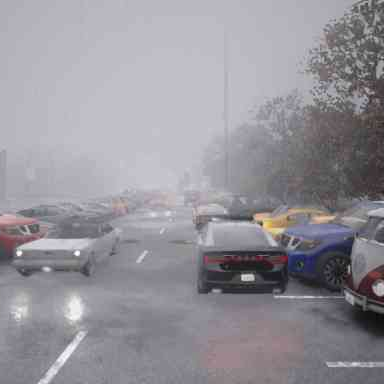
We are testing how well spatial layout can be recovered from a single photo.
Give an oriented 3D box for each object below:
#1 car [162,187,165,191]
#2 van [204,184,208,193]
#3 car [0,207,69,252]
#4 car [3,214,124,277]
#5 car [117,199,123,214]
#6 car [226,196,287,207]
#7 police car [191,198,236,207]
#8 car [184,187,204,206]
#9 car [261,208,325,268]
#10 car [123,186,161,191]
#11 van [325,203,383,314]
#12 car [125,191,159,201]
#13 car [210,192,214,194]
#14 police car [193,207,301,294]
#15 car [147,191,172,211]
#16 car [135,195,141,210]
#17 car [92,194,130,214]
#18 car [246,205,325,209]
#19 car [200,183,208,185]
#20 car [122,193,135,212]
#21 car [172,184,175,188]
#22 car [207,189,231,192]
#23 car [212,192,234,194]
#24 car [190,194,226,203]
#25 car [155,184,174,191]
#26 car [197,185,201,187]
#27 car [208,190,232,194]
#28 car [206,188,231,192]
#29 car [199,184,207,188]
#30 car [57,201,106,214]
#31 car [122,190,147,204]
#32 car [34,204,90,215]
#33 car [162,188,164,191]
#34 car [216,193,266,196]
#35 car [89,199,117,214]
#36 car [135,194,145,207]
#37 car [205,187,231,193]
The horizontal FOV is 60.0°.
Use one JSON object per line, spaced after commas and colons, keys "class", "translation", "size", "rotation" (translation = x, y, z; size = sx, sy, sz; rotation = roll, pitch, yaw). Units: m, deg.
{"class": "car", "translation": [-7.947, 0.269, 61.411], "size": [4.792, 1.488, 2.163], "rotation": [0, 3, 0]}
{"class": "van", "translation": [5.036, 0.011, 61.455], "size": [4.442, 1.987, 1.878], "rotation": [-1, 3, 0]}
{"class": "car", "translation": [-8.015, 1.522, 14.055], "size": [4.674, 1.452, 2.002], "rotation": [0, 0, 0]}
{"class": "car", "translation": [-3.576, 1.599, 10.420], "size": [1.895, 1.301, 4.718], "rotation": [0, 0, 0]}
{"class": "car", "translation": [-7.987, 1.457, 25.207], "size": [4.674, 1.452, 2.002], "rotation": [0, 0, 0]}
{"class": "car", "translation": [4.911, 1.375, 28.140], "size": [5.366, 1.575, 1.946], "rotation": [0, 1, 0]}
{"class": "police car", "translation": [1.088, 1.414, 18.921], "size": [1.930, 1.638, 5.238], "rotation": [0, 0, 0]}
{"class": "car", "translation": [0.103, 0.707, 45.001], "size": [2.150, 2.045, 5.566], "rotation": [0, 2, 1]}
{"class": "car", "translation": [5.248, 1.479, 11.286], "size": [5.366, 1.575, 1.946], "rotation": [0, 0, 0]}
{"class": "car", "translation": [-7.911, 0.515, 50.268], "size": [5.566, 2.045, 2.435], "rotation": [0, 2, 0]}
{"class": "van", "translation": [4.935, 1.255, 5.716], "size": [4.442, 1.987, 1.878], "rotation": [0, 0, 0]}
{"class": "car", "translation": [-7.940, 0.645, 53.070], "size": [5.008, 1.535, 2.097], "rotation": [0, 2, 0]}
{"class": "car", "translation": [5.119, 1.061, 42.079], "size": [5.008, 1.535, 2.097], "rotation": [0, 2, 0]}
{"class": "police car", "translation": [1.068, 1.427, 8.923], "size": [1.930, 1.638, 5.238], "rotation": [0, 0, 0]}
{"class": "car", "translation": [-3.427, 1.072, 37.075], "size": [2.097, 1.767, 4.553], "rotation": [0, 1, 0]}
{"class": "car", "translation": [-7.944, 1.311, 33.561], "size": [4.792, 1.488, 2.163], "rotation": [0, 1, 0]}
{"class": "car", "translation": [-7.953, 1.255, 27.992], "size": [4.553, 1.767, 2.185], "rotation": [0, 1, 0]}
{"class": "car", "translation": [5.063, 1.482, 14.194], "size": [5.008, 1.535, 2.097], "rotation": [0, 0, 0]}
{"class": "car", "translation": [4.965, -0.807, 91.316], "size": [4.553, 1.767, 2.185], "rotation": [0, 3, 0]}
{"class": "car", "translation": [-7.948, 1.210, 30.771], "size": [4.553, 1.767, 2.185], "rotation": [0, 1, 0]}
{"class": "car", "translation": [-8.138, -0.833, 93.987], "size": [5.008, 1.535, 2.097], "rotation": [0, 3, 0]}
{"class": "car", "translation": [5.326, 0.760, 50.315], "size": [5.366, 1.575, 1.946], "rotation": [0, 2, 0]}
{"class": "car", "translation": [5.113, 1.142, 39.290], "size": [5.008, 1.535, 2.097], "rotation": [0, 2, 0]}
{"class": "car", "translation": [1.099, 1.291, 24.777], "size": [2.097, 1.767, 4.553], "rotation": [0, 1, 0]}
{"class": "car", "translation": [-8.176, -0.645, 91.217], "size": [4.792, 1.488, 2.163], "rotation": [0, 3, 0]}
{"class": "car", "translation": [0.119, 0.245, 58.685], "size": [2.097, 1.767, 4.553], "rotation": [0, 3, 0]}
{"class": "car", "translation": [5.320, 0.873, 47.522], "size": [5.366, 1.575, 1.946], "rotation": [0, 2, 0]}
{"class": "car", "translation": [5.154, 0.545, 56.016], "size": [4.674, 1.452, 2.002], "rotation": [0, 3, 0]}
{"class": "car", "translation": [4.925, -0.524, 88.556], "size": [5.008, 1.535, 2.097], "rotation": [0, 3, 0]}
{"class": "car", "translation": [-8.006, 1.466, 19.628], "size": [5.008, 1.535, 2.097], "rotation": [0, 0, 0]}
{"class": "car", "translation": [-7.993, 1.022, 39.131], "size": [4.553, 1.767, 2.185], "rotation": [0, 2, 0]}
{"class": "car", "translation": [-8.036, 1.507, 16.841], "size": [4.792, 1.488, 2.163], "rotation": [0, 0, 0]}
{"class": "car", "translation": [-7.894, 0.407, 58.630], "size": [4.792, 1.488, 2.163], "rotation": [0, 3, 0]}
{"class": "car", "translation": [5.106, 1.218, 36.373], "size": [4.892, 1.521, 2.231], "rotation": [0, 2, 0]}
{"class": "car", "translation": [-8.002, 1.445, 22.417], "size": [5.008, 1.535, 2.097], "rotation": [0, 1, 0]}
{"class": "car", "translation": [-7.997, 1.248, 36.348], "size": [4.792, 1.488, 2.163], "rotation": [0, 1, 0]}
{"class": "car", "translation": [5.160, 0.407, 58.798], "size": [4.674, 1.452, 2.002], "rotation": [0, 3, 0]}
